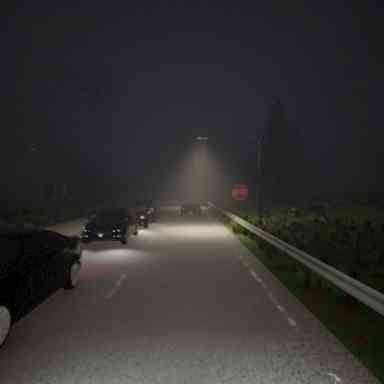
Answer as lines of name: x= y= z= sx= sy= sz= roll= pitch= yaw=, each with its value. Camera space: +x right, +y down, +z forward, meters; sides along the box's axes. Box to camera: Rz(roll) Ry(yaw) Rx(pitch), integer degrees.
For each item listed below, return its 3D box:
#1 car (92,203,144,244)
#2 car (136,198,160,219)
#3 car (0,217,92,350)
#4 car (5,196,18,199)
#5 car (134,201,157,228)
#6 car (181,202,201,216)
car: x=-3.693 y=1.490 z=15.793 sx=1.837 sy=1.490 sz=4.892 roll=0 pitch=0 yaw=0
car: x=-3.723 y=1.327 z=25.922 sx=2.097 sy=1.767 sz=4.553 roll=0 pitch=0 yaw=0
car: x=-3.636 y=1.472 z=6.289 sx=1.882 sy=1.535 sz=5.008 roll=0 pitch=0 yaw=-1
car: x=-32.695 y=1.465 z=60.283 sx=1.784 sy=1.438 sz=3.905 roll=0 pitch=0 yaw=-1
car: x=-3.640 y=1.544 z=21.590 sx=1.994 sy=1.385 sz=4.181 roll=0 pitch=0 yaw=0
car: x=-0.108 y=1.569 z=31.735 sx=1.895 sy=1.301 sz=4.718 roll=0 pitch=0 yaw=0
